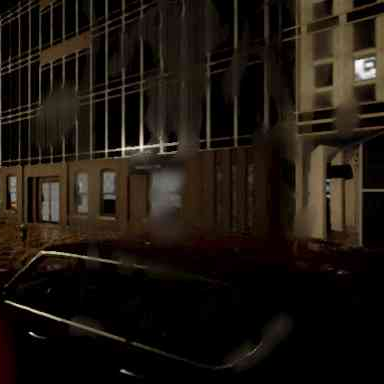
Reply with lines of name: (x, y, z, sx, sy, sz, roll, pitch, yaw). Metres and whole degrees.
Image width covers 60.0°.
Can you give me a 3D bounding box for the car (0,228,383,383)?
car: (-0.540, 1.303, 3.262, 5.009, 1.841, 2.192, 0, 0, 35)
